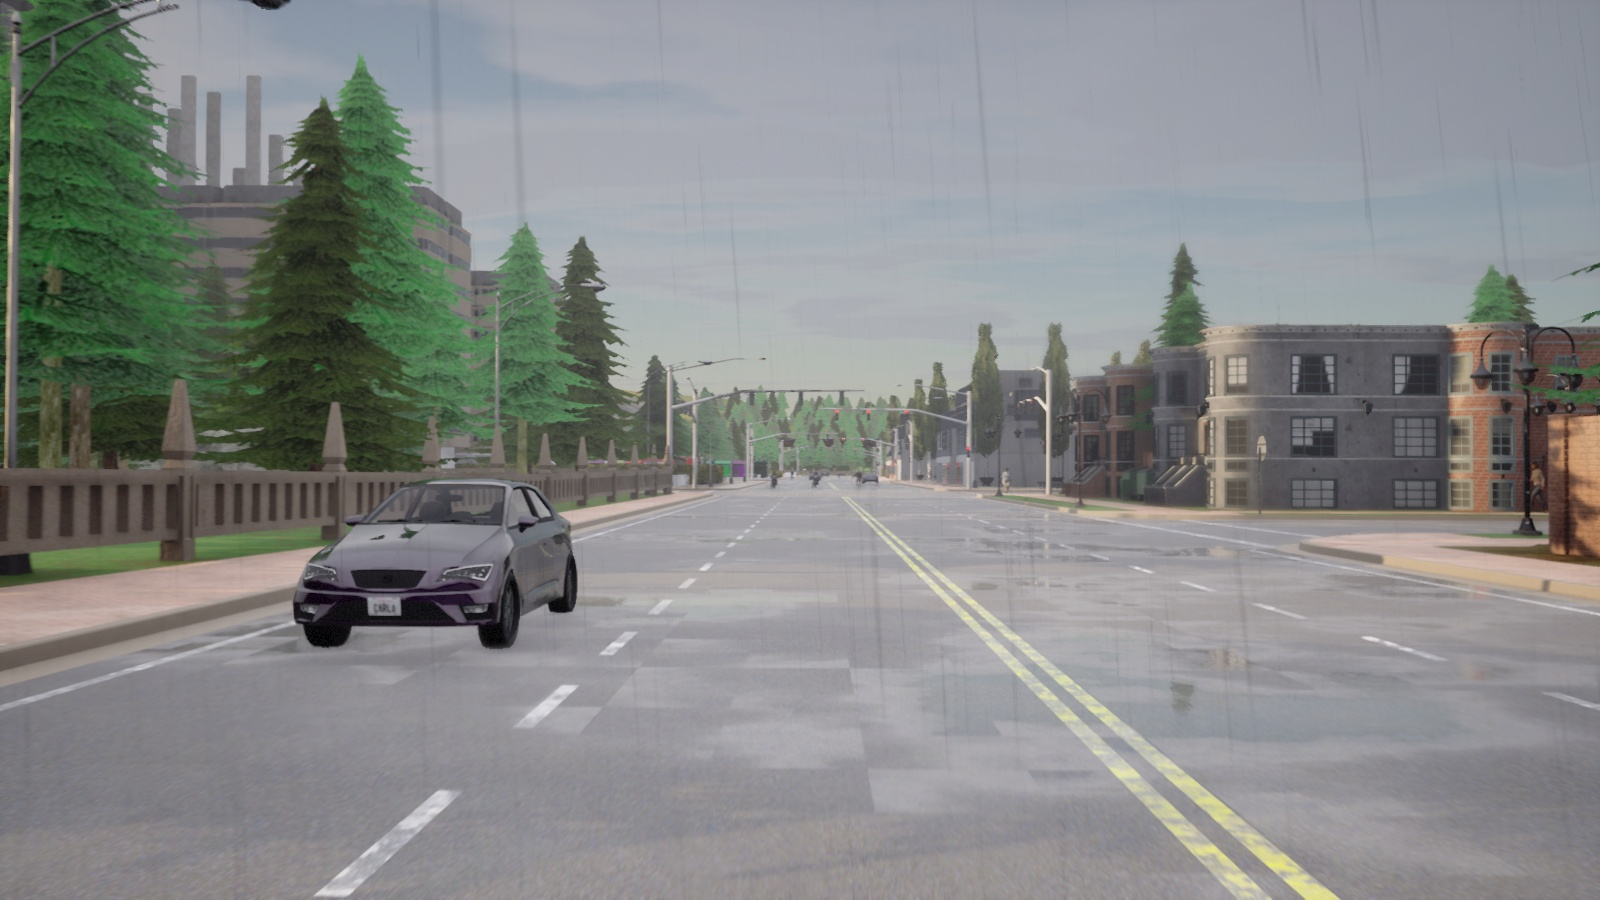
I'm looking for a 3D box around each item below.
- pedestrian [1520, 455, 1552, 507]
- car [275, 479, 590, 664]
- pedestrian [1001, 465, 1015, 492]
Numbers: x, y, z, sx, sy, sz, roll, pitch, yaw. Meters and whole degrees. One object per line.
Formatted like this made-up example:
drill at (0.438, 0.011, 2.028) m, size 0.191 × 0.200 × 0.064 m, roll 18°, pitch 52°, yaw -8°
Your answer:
pedestrian at (25.584, 1.069, 43.652) m, size 0.869 × 1.805 × 0.328 m, roll 0°, pitch -1°, yaw 8°
car at (-3.345, 1.042, 12.334) m, size 1.816 × 1.474 × 4.193 m, roll 0°, pitch -1°, yaw 1°
pedestrian at (14.450, 1.986, 87.272) m, size 0.874 × 1.855 × 0.900 m, roll 0°, pitch -1°, yaw 3°
